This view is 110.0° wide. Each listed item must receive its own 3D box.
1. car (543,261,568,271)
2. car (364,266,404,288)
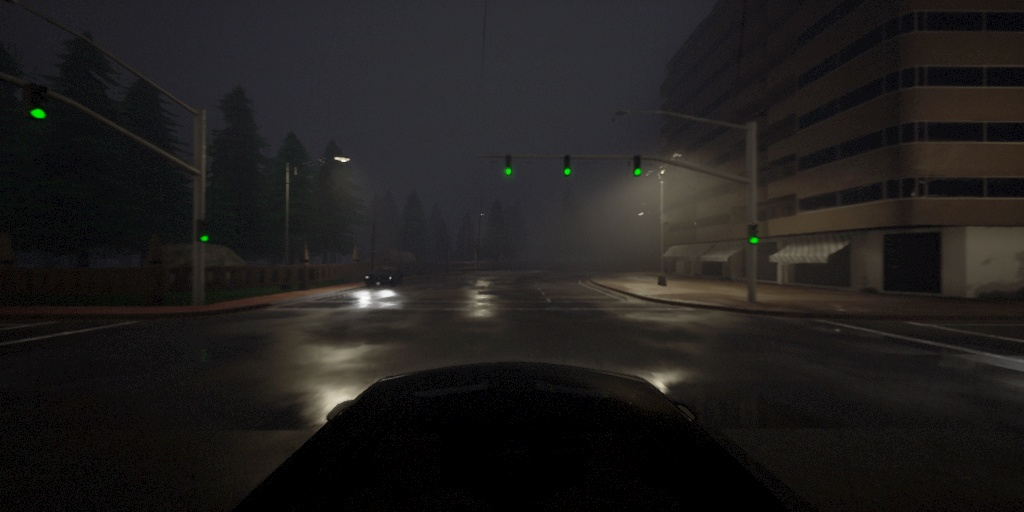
[{"bbox_3d":[6.935,1.591,57.110,4.902,1.511,2.128,0,-1,-45],"label":"car"},{"bbox_3d":[-8.880,1.426,25.189,1.895,1.301,4.718,2,1,-8],"label":"car"}]
